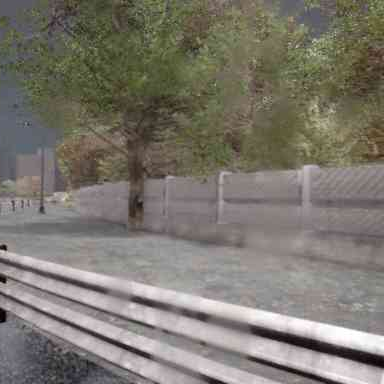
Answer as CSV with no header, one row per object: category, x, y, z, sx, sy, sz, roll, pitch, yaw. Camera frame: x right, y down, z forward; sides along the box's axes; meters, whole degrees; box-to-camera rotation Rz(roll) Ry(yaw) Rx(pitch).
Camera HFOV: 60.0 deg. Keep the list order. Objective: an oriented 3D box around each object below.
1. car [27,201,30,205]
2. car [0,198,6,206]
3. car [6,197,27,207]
car,-35.621,1.909,70.243,2.097,1.767,4.553,1,-1,-21
car,-36.466,1.985,63.395,1.882,1.535,5.008,1,-1,-21
car,-31.922,1.835,60.646,1.882,1.535,5.008,1,-1,-21
